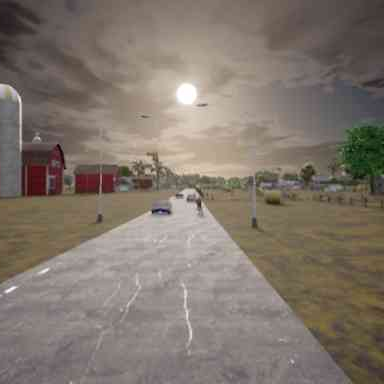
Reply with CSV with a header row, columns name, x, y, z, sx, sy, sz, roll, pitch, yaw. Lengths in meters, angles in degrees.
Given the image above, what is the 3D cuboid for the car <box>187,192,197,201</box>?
name,x,y,z,sx,sy,sz,roll,pitch,yaw
car,0.004,1.002,61.149,1.994,1.385,4.181,0,1,0

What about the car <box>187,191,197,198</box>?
name,x,y,z,sx,sy,sz,roll,pitch,yaw
car,-0.004,0.618,75.401,2.033,1.411,5.357,0,1,0

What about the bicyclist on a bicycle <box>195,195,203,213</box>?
name,x,y,z,sx,sy,sz,roll,pitch,yaw
bicyclist on a bicycle,0.754,1.327,33.141,0.582,1.620,1.656,0,0,0

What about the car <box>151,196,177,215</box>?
name,x,y,z,sx,sy,sz,roll,pitch,yaw
car,-2.849,1.426,32.566,2.033,1.411,5.357,0,0,0

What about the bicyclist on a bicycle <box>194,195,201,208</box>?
name,x,y,z,sx,sy,sz,roll,pitch,yaw
bicyclist on a bicycle,0.751,1.219,42.143,0.866,1.612,1.509,0,1,0

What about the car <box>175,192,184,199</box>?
name,x,y,z,sx,sy,sz,roll,pitch,yaw
car,-2.754,0.733,73.157,1.895,1.301,4.718,0,1,0
